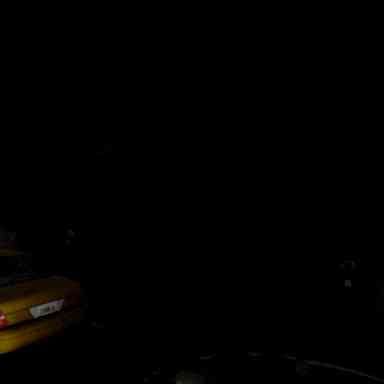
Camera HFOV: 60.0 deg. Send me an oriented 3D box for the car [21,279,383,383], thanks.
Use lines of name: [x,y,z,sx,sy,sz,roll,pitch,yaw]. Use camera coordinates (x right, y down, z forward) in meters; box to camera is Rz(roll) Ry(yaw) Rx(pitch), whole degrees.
car: [0.824,1.566,2.491,4.313,1.339,1.947,0,0,35]

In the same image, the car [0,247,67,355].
car: [-3.814,1.527,5.792,4.829,1.417,1.752,0,0,35]
